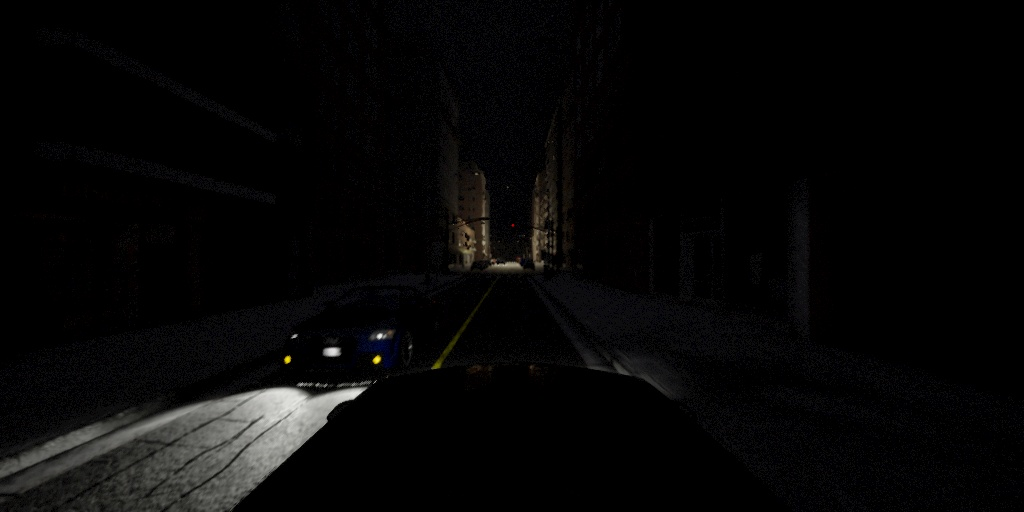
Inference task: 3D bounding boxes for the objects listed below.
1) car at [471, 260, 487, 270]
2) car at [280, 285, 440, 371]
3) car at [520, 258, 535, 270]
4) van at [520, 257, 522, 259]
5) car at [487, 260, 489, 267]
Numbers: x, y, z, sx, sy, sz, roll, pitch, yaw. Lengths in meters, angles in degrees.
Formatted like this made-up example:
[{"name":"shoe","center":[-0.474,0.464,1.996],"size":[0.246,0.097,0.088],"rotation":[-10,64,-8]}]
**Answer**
[{"name":"car","center":[-5.385,1.486,55.992],"size":[1.948,1.339,4.313],"rotation":[0,0,0]},{"name":"car","center":[-2.848,1.334,7.659],"size":[1.994,1.385,4.181],"rotation":[0,0,0]},{"name":"car","center":[2.640,1.471,55.992],"size":[2.007,1.370,4.403],"rotation":[0,0,0]},{"name":"van","center":[2.641,1.277,61.674],"size":[1.690,1.789,3.998],"rotation":[0,0,0]},{"name":"car","center":[-5.384,1.518,61.675],"size":[1.802,1.307,4.207],"rotation":[0,0,0]}]
